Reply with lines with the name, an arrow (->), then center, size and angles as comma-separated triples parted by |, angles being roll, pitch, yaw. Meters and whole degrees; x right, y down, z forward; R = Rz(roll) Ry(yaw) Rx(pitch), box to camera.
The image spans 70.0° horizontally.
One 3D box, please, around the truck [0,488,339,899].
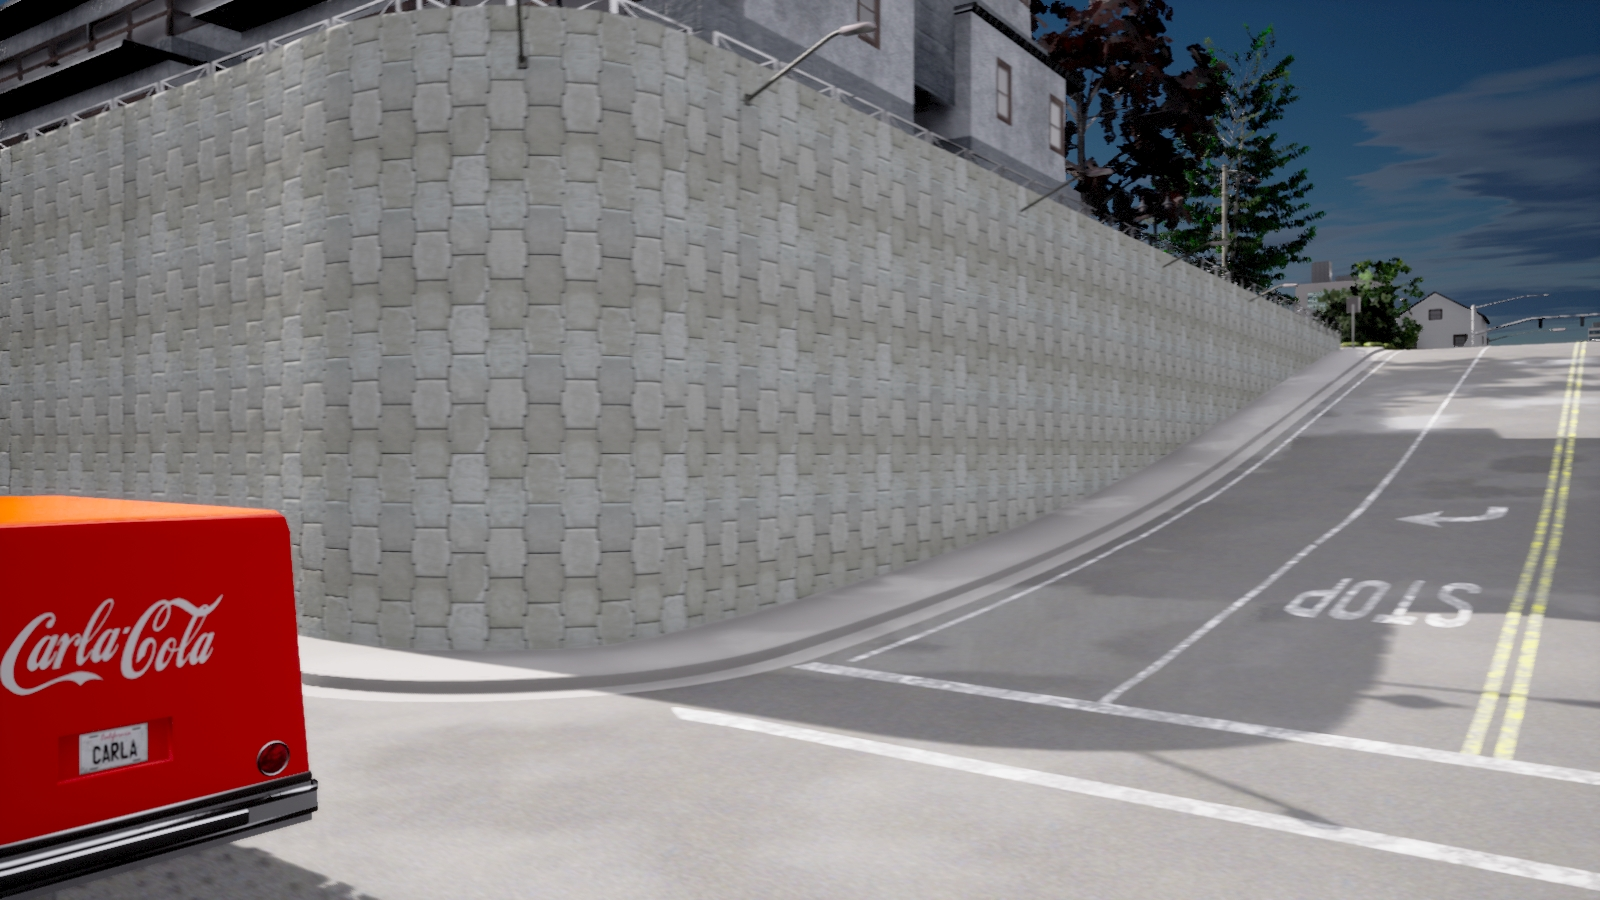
truck -> -5.879, 1.570, 7.880 | 5.204, 2.467, 2.627 | 0, 0, 36
